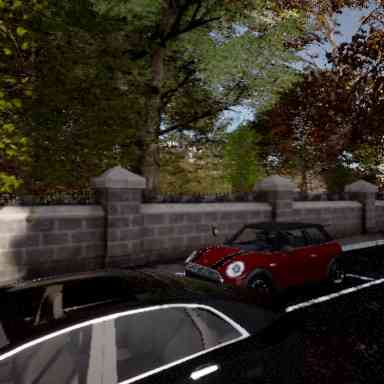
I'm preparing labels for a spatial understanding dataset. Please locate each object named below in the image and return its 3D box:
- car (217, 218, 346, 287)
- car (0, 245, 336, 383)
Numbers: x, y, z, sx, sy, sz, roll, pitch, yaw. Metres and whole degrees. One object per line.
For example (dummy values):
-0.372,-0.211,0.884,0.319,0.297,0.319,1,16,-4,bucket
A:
1.752,1.467,7.809,4.097,1.590,1.967,0,0,-36,car
-1.162,1.507,2.541,4.892,1.490,1.837,0,0,-35,car
